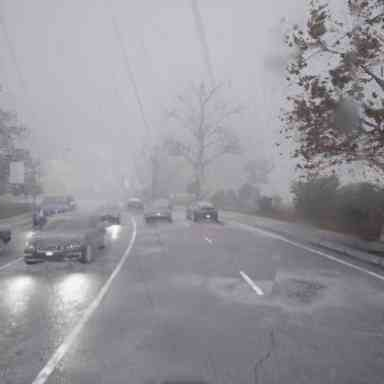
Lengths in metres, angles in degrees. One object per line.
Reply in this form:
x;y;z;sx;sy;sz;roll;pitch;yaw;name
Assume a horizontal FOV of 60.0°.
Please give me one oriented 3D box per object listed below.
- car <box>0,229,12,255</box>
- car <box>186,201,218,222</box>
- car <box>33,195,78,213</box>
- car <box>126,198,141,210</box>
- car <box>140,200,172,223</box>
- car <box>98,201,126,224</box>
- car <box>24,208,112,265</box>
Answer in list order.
-7.664;1.637;10.499;1.895;1.301;4.718;0;0;-5;car
0.711;1.491;26.387;1.837;1.490;4.892;0;0;-11;car
-9.528;1.274;23.618;2.150;2.045;5.566;0;1;-11;car
-7.554;1.513;43.268;1.882;1.535;5.008;-1;0;-18;car
-2.786;1.574;25.975;1.994;1.385;4.181;0;0;-11;car
-6.204;1.582;24.845;2.033;1.411;5.357;0;0;-11;car
-4.265;1.526;11.887;1.837;1.490;4.892;0;0;-5;car
